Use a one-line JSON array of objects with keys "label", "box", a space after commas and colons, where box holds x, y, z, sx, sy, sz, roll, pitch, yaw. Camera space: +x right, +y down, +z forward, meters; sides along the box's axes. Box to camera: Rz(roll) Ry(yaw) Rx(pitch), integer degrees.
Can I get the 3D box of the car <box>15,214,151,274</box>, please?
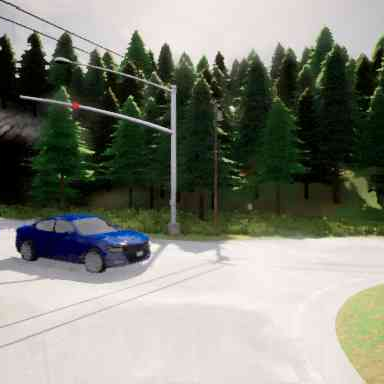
[{"label": "car", "box": [-3.613, 1.489, 10.745, 5.008, 1.535, 1.882, 0, 0, 32]}]
